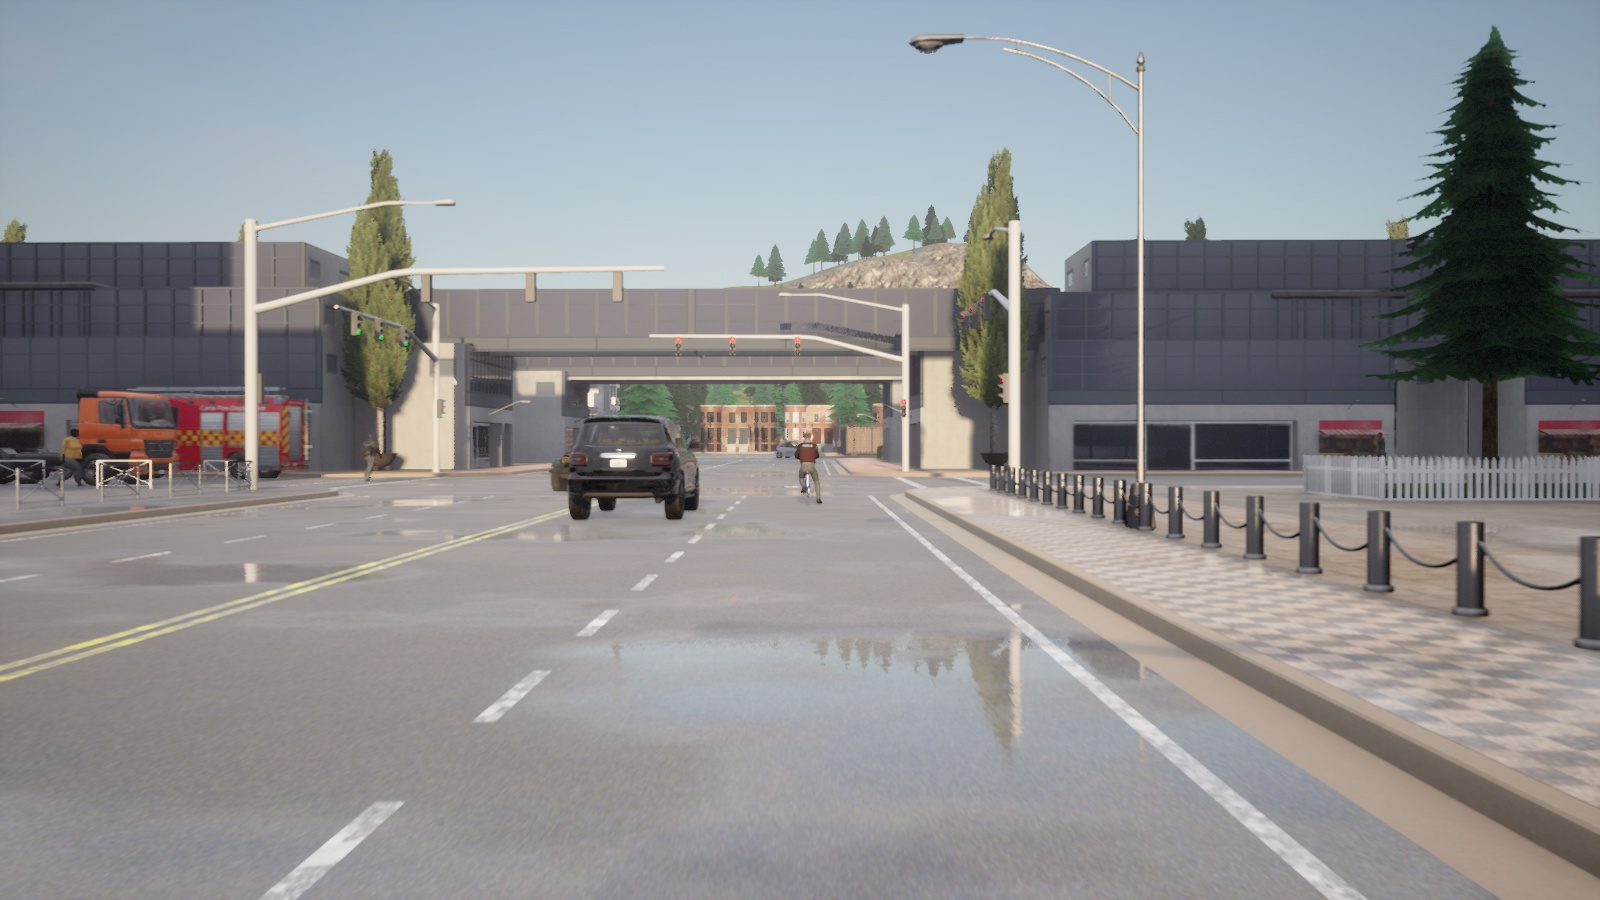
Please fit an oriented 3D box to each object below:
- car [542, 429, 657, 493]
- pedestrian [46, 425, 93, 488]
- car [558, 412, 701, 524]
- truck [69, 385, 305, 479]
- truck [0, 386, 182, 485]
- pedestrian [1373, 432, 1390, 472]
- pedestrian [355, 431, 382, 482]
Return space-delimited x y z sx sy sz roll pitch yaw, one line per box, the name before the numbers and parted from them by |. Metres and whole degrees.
car | -6.132 0.318 38.904 1.905 1.878 3.866 0 0 19
pedestrian | -21.780 0.176 37.441 0.900 1.855 0.874 0 0 -3
car | -3.340 0.317 25.768 2.150 2.045 5.566 0 0 0
truck | -25.468 -0.734 52.435 8.468 3.827 2.891 0 0 1
truck | -27.064 -0.513 45.478 7.936 3.462 2.891 0 0 2
pedestrian | 26.709 0.101 57.683 0.614 1.847 0.353 0 0 -2
pedestrian | -16.353 0.244 47.595 0.563 1.883 0.849 0 0 17
